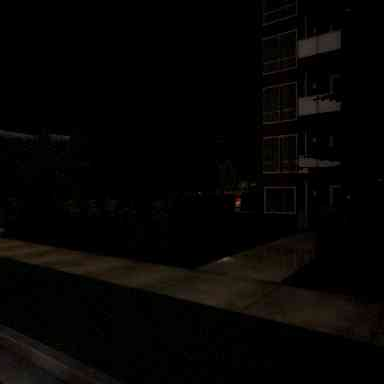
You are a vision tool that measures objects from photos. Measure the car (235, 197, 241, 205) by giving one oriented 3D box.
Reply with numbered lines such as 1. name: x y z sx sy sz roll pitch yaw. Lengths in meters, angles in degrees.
1. car: 9.336 1.478 58.051 1.882 1.535 5.008 0 0 36
